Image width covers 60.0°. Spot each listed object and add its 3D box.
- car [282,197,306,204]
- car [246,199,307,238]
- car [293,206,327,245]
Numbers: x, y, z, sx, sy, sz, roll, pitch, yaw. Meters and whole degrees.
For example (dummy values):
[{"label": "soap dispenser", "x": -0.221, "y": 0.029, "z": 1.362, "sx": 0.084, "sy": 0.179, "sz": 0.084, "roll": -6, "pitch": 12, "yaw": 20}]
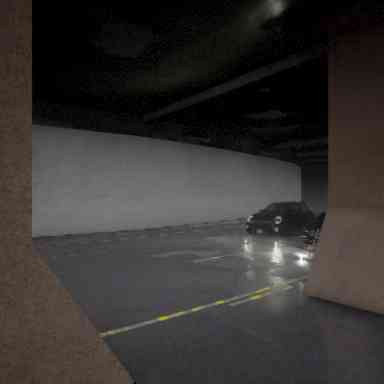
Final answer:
[{"label": "car", "x": 19.644, "y": 1.601, "z": 64.284, "sx": 1.895, "sy": 1.301, "sz": 4.718, "roll": 0, "pitch": 0, "yaw": -24}, {"label": "car", "x": 4.878, "y": 1.352, "z": 17.996, "sx": 2.097, "sy": 1.767, "sz": 4.553, "roll": 0, "pitch": 0, "yaw": 43}, {"label": "car", "x": 6.604, "y": 1.505, "z": 14.733, "sx": 1.837, "sy": 1.490, "sz": 4.892, "roll": 0, "pitch": 0, "yaw": 44}]
